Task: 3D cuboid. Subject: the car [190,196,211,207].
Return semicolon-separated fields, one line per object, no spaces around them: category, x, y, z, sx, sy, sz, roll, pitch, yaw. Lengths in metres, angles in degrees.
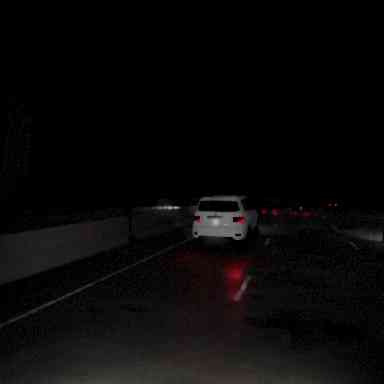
car;1.314;1.473;49.866;1.882;1.535;5.008;0;-2;17

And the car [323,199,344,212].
car;15.991;1.444;37.693;2.033;1.411;5.357;0;0;17

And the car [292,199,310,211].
car;12.633;1.484;38.685;1.895;1.301;4.718;0;0;17

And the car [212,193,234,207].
car;4.682;1.218;48.902;2.150;2.045;5.566;0;-2;17

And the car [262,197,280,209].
car;10.003;1.424;42.041;1.812;1.442;4.674;0;-1;17

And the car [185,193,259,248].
car;1.671;1.160;14.901;2.150;2.045;5.566;0;0;17

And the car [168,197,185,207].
car;-2.083;1.463;50.735;2.128;1.511;4.902;0;-2;17
